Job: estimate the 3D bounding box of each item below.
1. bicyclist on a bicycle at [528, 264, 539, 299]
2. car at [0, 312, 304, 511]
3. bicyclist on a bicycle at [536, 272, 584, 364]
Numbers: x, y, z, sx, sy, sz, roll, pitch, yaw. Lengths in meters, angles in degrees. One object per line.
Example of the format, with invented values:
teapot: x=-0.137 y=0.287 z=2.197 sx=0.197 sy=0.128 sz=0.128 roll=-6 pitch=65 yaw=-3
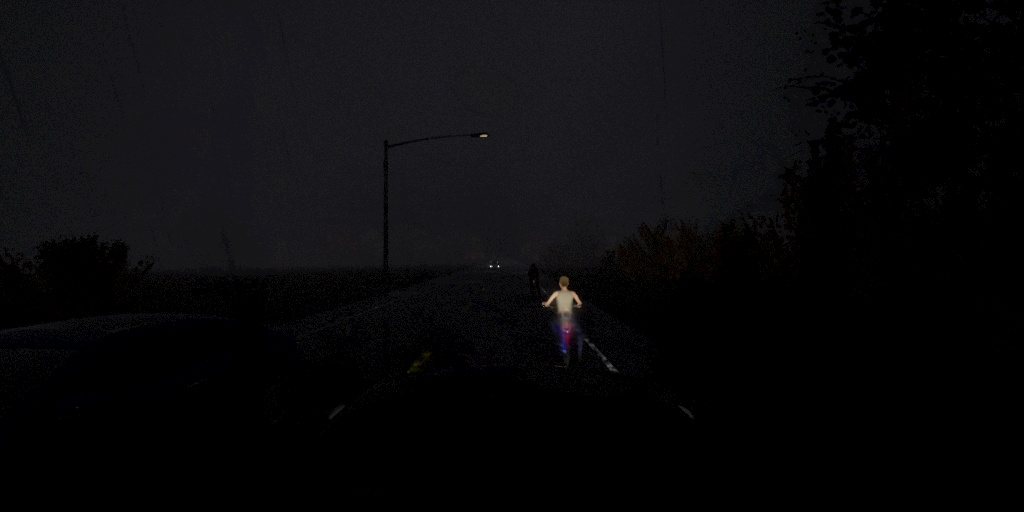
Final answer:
bicyclist on a bicycle: x=1.029 y=1.191 z=17.017 sx=0.582 sy=1.620 sz=1.656 roll=0 pitch=0 yaw=0
car: x=-3.599 y=1.275 z=2.838 sx=1.812 sy=1.442 sz=4.674 roll=0 pitch=0 yaw=0
bicyclist on a bicycle: x=0.987 y=1.182 z=6.900 sx=0.866 sy=1.612 sz=1.509 roll=0 pitch=0 yaw=1
